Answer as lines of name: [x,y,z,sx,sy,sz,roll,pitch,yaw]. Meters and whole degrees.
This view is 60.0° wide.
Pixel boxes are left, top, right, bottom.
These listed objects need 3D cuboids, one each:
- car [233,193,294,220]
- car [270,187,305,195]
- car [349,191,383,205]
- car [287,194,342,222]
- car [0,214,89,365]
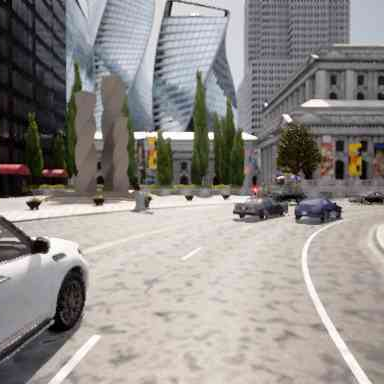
car: [4.893,1.063,23.253,2.033,1.411,5.357,1,1,39]
car: [10.246,0.445,37.343,5.566,2.045,2.150,-1,1,-32]
car: [20.426,0.691,38.415,4.902,1.511,2.128,0,1,-19]
car: [8.292,1.070,21.807,1.812,1.442,4.674,1,1,41]
car: [-3.047,1.146,3.479,2.150,2.045,5.566,0,1,5]
